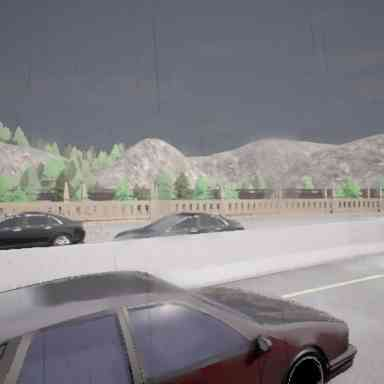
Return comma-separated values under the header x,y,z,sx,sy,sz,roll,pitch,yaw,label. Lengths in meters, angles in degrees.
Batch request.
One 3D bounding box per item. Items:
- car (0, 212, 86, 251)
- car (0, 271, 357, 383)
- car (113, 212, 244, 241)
x,y,z,sx,sy,sz,roll,pitch,yaw,label
-6.403,1.505,12.087,4.892,1.490,1.837,0,0,-34,car
-0.732,1.547,3.132,5.357,1.411,2.033,0,0,-34,car
-0.333,1.505,11.793,4.892,1.490,1.837,0,0,-31,car
